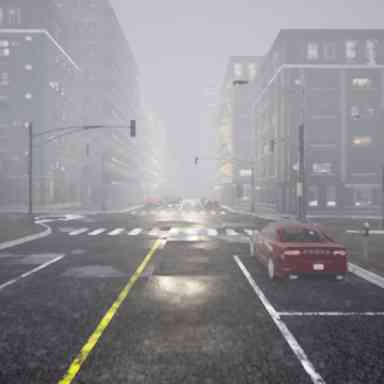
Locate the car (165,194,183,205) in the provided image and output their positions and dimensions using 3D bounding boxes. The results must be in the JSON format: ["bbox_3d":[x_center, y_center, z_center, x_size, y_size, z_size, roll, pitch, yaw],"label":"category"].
[{"bbox_3d":[-3.028,1.510,57.977,2.033,1.411,5.357,0,0,1],"label":"car"}]

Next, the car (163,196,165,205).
[{"bbox_3d":[-5.684,1.514,58.455,2.008,1.369,4.403,0,0,0],"label":"car"}]

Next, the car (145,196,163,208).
[{"bbox_3d":[-5.774,1.510,48.352,1.887,1.381,4.507,0,0,0],"label":"car"}]

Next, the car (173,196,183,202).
[{"bbox_3d":[-2.999,1.512,73.425,1.994,1.385,4.181,0,0,0],"label":"car"}]

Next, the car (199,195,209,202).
[{"bbox_3d":[2.697,1.505,75.449,1.887,1.381,4.507,0,0,0],"label":"car"}]

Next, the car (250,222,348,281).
[{"bbox_3d":[2.827,1.536,9.659,1.887,1.381,4.507,0,0,0],"label":"car"}]

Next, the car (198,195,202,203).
[{"bbox_3d":[2.697,1.528,64.121,1.947,1.339,4.313,0,0,0],"label":"car"}]

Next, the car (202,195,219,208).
[{"bbox_3d":[2.809,1.406,47.130,1.967,1.590,4.097,0,0,0],"label":"car"}]
